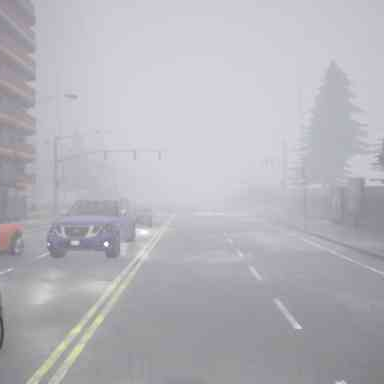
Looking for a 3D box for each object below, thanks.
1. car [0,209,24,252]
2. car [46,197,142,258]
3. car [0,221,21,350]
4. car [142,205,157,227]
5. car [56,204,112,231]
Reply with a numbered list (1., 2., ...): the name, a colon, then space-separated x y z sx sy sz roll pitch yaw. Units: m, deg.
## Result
1. car: -7.094 1.347 10.022 2.097 1.767 4.553 0 0 0
2. car: -3.598 1.214 13.034 2.150 2.045 5.566 0 0 0
3. car: -3.593 1.350 2.619 2.097 1.767 4.553 0 0 0
4. car: -3.509 1.594 22.349 1.994 1.385 4.181 0 0 0
5. car: -7.009 1.600 22.347 2.033 1.411 5.357 0 0 0
